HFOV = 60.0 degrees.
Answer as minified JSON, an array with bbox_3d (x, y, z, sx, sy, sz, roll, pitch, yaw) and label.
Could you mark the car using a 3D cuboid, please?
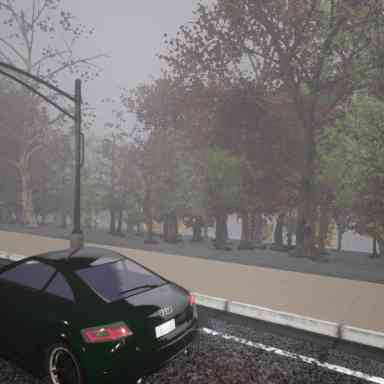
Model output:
[{"bbox_3d":[-1.939,1.563,5.069,4.181,1.385,1.994,0,0,36],"label":"car"}]
